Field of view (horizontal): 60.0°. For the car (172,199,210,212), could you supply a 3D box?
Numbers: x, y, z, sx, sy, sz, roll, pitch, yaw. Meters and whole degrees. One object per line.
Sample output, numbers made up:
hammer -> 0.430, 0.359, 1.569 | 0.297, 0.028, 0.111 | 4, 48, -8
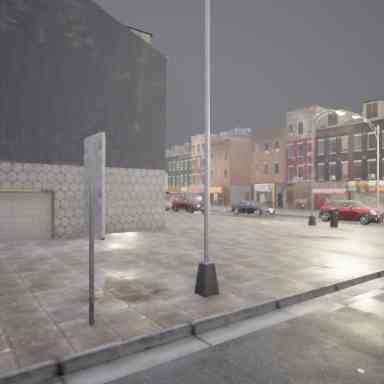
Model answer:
car -> -0.194, 1.665, 41.399 | 2.033, 1.411, 5.357 | 0, 0, -35

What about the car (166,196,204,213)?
car -> -0.363, 1.411, 37.244 | 2.192, 1.841, 5.009 | 0, 0, -35

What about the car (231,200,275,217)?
car -> 5.932, 1.571, 32.782 | 2.128, 1.511, 4.902 | 0, 0, -35

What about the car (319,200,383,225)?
car -> 11.833, 1.397, 24.552 | 2.097, 1.767, 4.553 | 0, 0, -36
